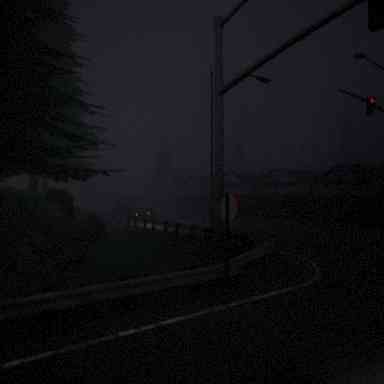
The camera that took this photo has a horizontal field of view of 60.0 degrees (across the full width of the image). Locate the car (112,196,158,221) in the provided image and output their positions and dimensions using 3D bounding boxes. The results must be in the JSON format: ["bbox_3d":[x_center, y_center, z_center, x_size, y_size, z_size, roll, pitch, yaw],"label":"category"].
[{"bbox_3d":[-5.060,1.349,28.910,2.150,2.045,5.566,0,0,-35],"label":"car"}]

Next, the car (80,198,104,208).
[{"bbox_3d":[-15.080,1.655,50.223,1.994,1.385,4.181,0,0,13],"label":"car"}]
